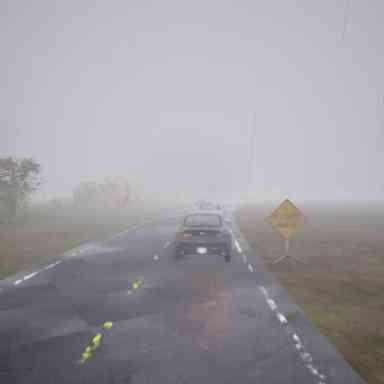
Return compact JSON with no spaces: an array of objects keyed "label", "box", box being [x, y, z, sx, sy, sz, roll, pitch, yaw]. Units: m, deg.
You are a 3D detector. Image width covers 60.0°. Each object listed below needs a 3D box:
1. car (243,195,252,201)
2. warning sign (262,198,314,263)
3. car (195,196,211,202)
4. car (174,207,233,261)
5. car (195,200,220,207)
[{"label":"car","box":[13.934,1.435,83.194,1.882,1.535,5.008,0,0,17]},{"label":"warning sign","box":[2.876,1.118,10.094,1.300,1.860,1.060,0,0,2]},{"label":"car","box":[1.819,1.334,51.206,2.097,1.767,4.553,0,0,11]},{"label":"car","box":[0.433,1.502,12.223,1.837,1.490,4.892,0,-1,3]},{"label":"car","box":[1.446,1.596,26.264,1.895,1.301,4.718,0,0,6]}]
